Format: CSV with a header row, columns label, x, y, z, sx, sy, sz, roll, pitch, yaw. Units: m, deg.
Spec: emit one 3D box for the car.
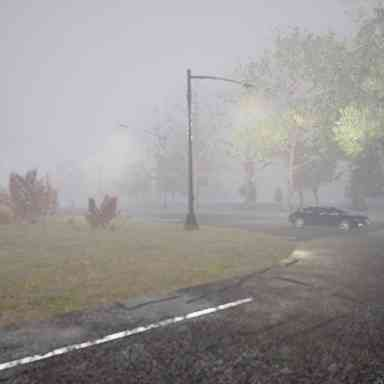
label,x,y,z,sx,sy,sz,roll,pitch,yaw
car,8.586,1.585,21.181,4.892,1.490,1.837,-1,0,45
